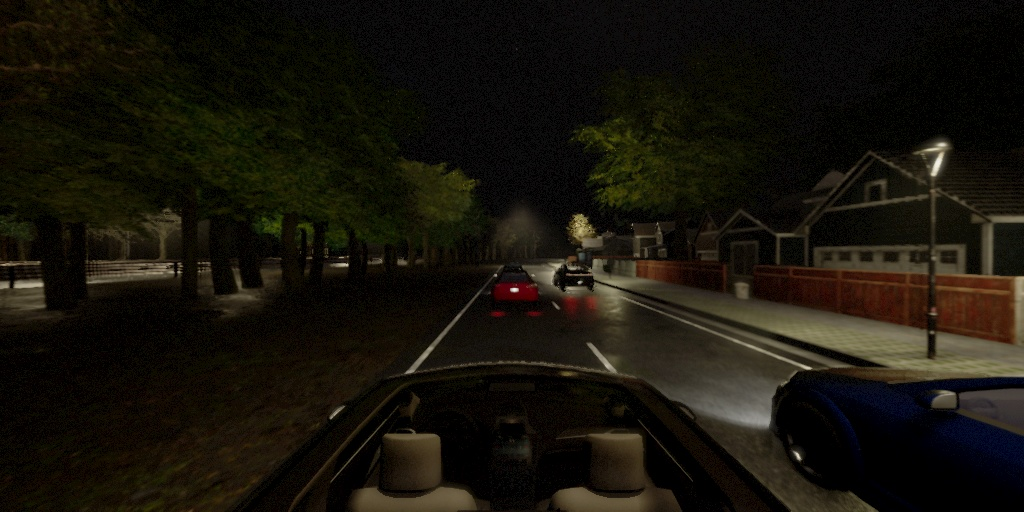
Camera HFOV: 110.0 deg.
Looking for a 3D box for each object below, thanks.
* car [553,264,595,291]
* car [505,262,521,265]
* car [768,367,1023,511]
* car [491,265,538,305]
[{"bbox_3d":[3.594,1.203,21.392,2.128,1.511,4.902,0,0,0],"label":"car"},{"bbox_3d":[0.090,1.255,35.259,1.895,1.301,4.718,0,0,0],"label":"car"},{"bbox_3d":[3.601,1.314,1.914,1.994,1.385,4.181,0,0,0],"label":"car"},{"bbox_3d":[0.097,1.290,15.989,1.994,1.385,4.181,0,0,0],"label":"car"}]
